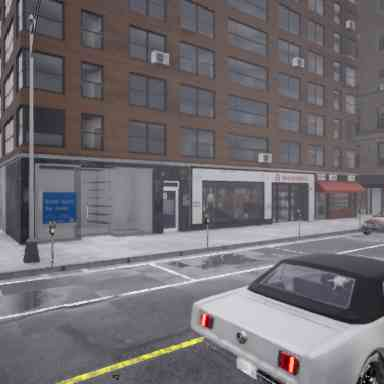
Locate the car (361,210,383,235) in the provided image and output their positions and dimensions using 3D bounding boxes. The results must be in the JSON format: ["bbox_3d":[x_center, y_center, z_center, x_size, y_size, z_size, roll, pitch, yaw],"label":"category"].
[{"bbox_3d":[10.616,1.582,17.470,4.206,1.307,1.802,0,0,-35],"label":"car"}]

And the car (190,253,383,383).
[{"bbox_3d":[2.396,1.601,4.868,4.718,1.301,1.895,0,0,-35],"label":"car"}]
